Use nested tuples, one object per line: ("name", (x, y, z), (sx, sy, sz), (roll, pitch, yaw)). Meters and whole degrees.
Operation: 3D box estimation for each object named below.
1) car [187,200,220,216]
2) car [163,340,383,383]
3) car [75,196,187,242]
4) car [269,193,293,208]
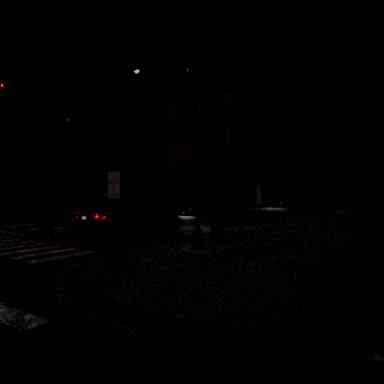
("car", (0.767, 1.513, 32.701), (2.033, 1.411, 5.357), (0, 0, 35))
("car", (1.651, 1.553, 1.667), (4.403, 1.369, 2.008), (0, 0, 36))
("car", (-2.952, 1.196, 16.311), (2.150, 2.045, 5.566), (0, 0, 38))
("car", (13.473, 1.222, 50.447), (2.150, 2.045, 5.566), (0, 0, 35))
